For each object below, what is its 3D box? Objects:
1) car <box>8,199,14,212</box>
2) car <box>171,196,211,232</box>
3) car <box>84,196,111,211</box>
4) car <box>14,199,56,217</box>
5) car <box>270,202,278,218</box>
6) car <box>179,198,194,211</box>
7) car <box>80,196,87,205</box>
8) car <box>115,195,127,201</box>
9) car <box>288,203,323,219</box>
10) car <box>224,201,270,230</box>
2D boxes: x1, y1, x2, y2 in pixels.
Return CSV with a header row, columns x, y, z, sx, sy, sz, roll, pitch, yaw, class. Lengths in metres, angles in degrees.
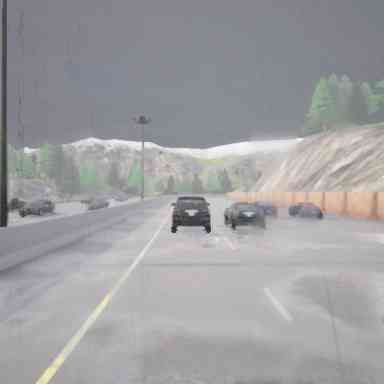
x,y,z,sx,sy,sz,roll,pitch,yaw,class
-21.829,1.550,39.866,2.033,1.411,5.357,0,0,-1,car
-0.087,1.257,20.358,2.150,2.045,5.566,0,0,-1,car
-11.372,1.541,41.134,1.837,1.490,4.892,0,0,-1,car
-14.632,1.515,31.819,1.837,1.490,4.892,0,0,-1,car
6.595,1.551,31.370,1.882,1.535,5.008,0,0,-2,car
-0.776,1.598,43.842,1.812,1.442,4.674,0,0,-2,car
-18.858,1.520,60.760,1.882,1.535,5.008,0,0,-1,car
-15.713,1.419,73.894,2.097,1.767,4.553,0,0,-2,car
10.122,1.646,29.982,1.994,1.385,4.181,0,0,-2,car
3.330,1.399,21.836,2.097,1.767,4.553,0,0,-1,car
